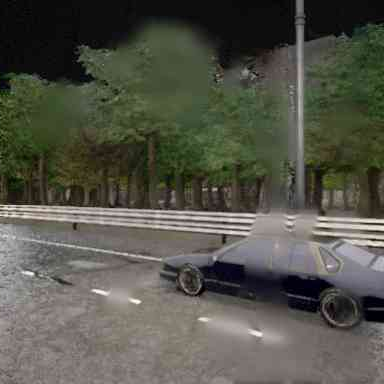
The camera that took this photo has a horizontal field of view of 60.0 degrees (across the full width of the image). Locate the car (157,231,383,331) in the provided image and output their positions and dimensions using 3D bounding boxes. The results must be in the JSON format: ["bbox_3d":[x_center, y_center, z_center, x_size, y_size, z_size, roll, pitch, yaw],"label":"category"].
[{"bbox_3d":[1.817,1.550,6.873,5.357,1.411,2.033,0,0,36],"label":"car"}]
